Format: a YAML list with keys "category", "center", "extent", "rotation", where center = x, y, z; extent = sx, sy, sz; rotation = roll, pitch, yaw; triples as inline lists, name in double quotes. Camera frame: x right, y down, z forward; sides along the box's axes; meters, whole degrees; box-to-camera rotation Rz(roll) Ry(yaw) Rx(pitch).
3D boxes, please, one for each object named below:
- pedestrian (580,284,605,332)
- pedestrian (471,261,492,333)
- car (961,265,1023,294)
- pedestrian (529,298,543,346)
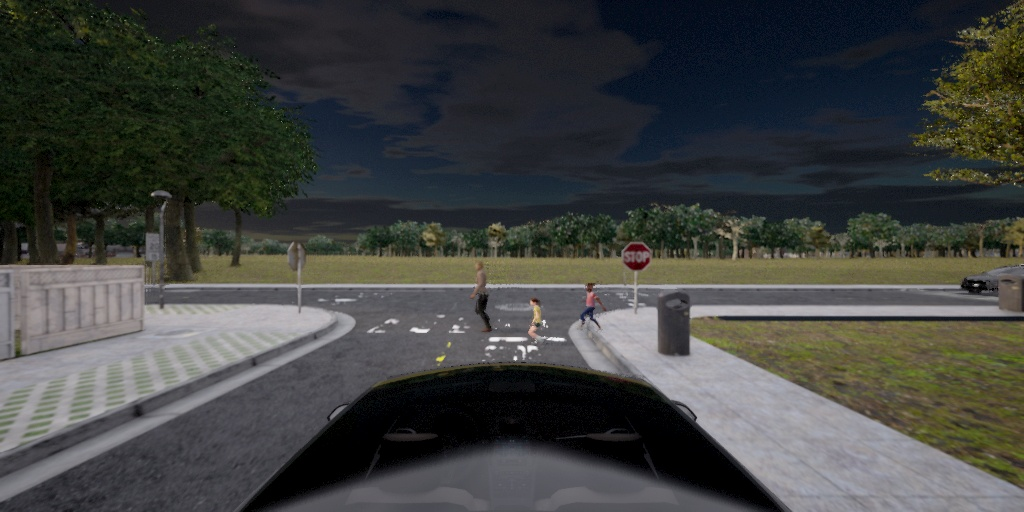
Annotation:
- category: "pedestrian"
  center: [1.885, 0.836, 8.442]
  extent: [0.375, 1.860, 0.375]
  rotation: [0, 0, 0]
- category: "pedestrian"
  center: [-0.755, 0.990, 9.047]
  extent: [0.375, 1.860, 0.375]
  rotation: [0, 0, 0]
- category: "car"
  center: [25.088, 1.173, 17.502]
  extent: [4.892, 1.490, 1.837]
  rotation: [0, 0, 0]
- category: "pedestrian"
  center: [0.560, 1.379, 7.846]
  extent: [0.500, 1.100, 0.500]
  rotation: [0, 0, 0]
